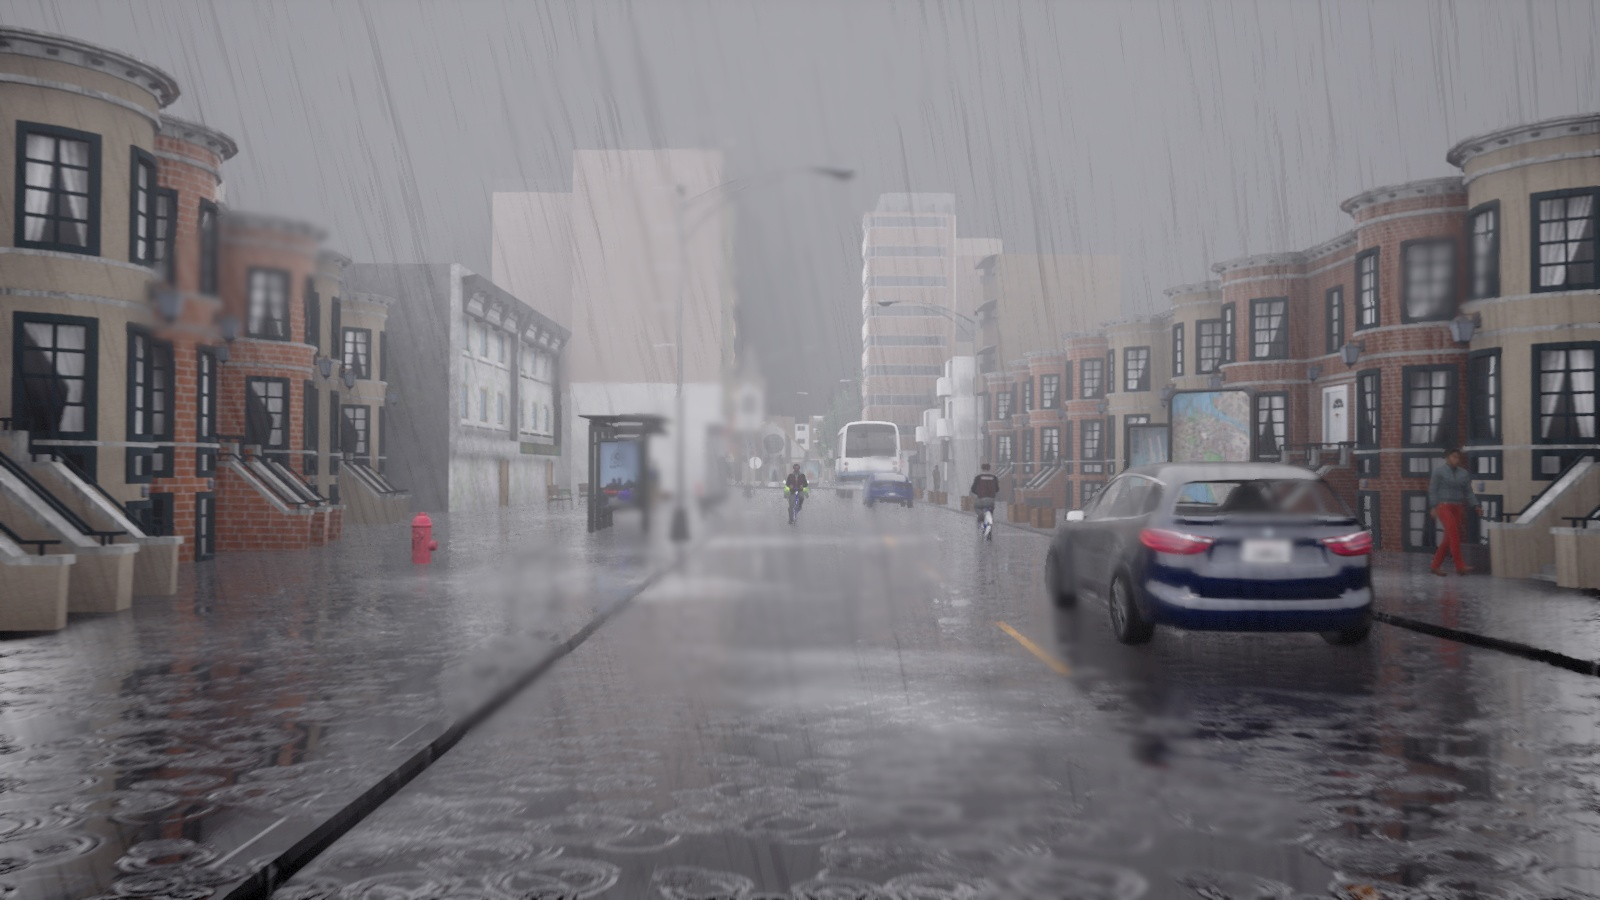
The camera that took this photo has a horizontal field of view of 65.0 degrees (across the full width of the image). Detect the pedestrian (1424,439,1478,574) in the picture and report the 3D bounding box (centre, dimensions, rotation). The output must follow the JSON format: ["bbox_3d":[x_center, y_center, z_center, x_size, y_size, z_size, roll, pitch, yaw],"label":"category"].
[{"bbox_3d":[9.062,0.780,17.495,0.353,1.847,0.614,0,-1,-10],"label":"pedestrian"}]

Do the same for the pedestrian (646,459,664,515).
[{"bbox_3d":[-5.092,1.281,44.073,0.423,1.949,0.788,0,-1,11],"label":"pedestrian"}]

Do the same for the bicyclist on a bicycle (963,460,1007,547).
[{"bbox_3d":[3.934,1.117,26.811,0.659,1.776,1.843,0,-1,0],"label":"bicyclist on a bicycle"}]

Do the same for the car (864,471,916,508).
[{"bbox_3d":[3.865,1.692,54.795,1.882,1.535,5.008,0,-1,0],"label":"car"}]

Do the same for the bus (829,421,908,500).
[{"bbox_3d":[3.789,0.639,72.794,3.944,4.253,10.273,0,-1,0],"label":"bus"}]

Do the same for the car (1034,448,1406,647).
[{"bbox_3d":[3.968,0.858,12.887,2.242,1.667,4.611,0,-1,0],"label":"car"}]
